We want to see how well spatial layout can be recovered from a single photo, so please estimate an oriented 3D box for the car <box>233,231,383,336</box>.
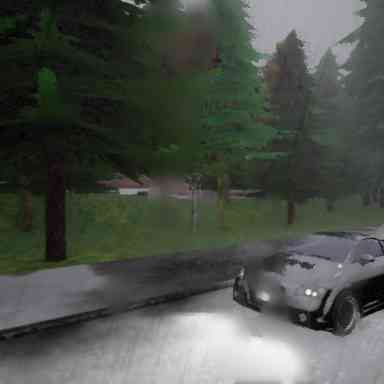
[{"bbox_3d":[2.817,1.515,6.615,4.181,1.385,1.994,-1,0,-35],"label":"car"}]
